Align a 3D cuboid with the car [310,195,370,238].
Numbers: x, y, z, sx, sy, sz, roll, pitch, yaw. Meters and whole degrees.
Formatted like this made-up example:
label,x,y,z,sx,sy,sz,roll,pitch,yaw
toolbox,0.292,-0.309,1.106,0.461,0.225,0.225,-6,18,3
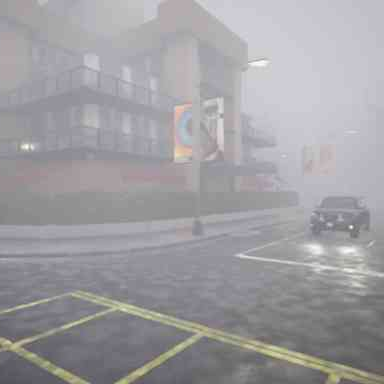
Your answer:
label,x,y,z,sx,sy,sz,roll,pitch,yaw
car,8.249,1.222,18.248,2.150,2.045,5.566,0,0,36
